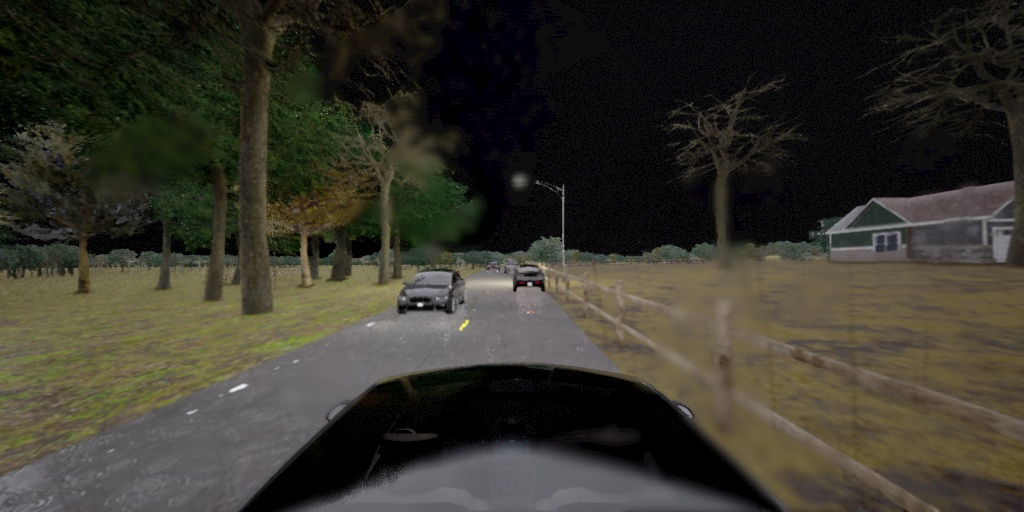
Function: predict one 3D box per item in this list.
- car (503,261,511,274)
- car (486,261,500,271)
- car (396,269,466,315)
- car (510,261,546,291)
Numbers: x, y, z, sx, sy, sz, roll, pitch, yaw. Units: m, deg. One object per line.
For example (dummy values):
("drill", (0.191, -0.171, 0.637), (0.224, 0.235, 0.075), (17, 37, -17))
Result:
("car", (0.016, 1.315, 43.087), (2.128, 1.511, 4.902), (0, 0, 0))
("car", (-2.820, 1.510, 54.722), (1.994, 1.385, 4.181), (0, -1, 0))
("car", (-2.850, 1.256, 13.558), (1.837, 1.490, 4.892), (0, 0, 0))
("car", (0.959, 1.266, 21.693), (1.837, 1.490, 4.892), (0, 0, 0))
